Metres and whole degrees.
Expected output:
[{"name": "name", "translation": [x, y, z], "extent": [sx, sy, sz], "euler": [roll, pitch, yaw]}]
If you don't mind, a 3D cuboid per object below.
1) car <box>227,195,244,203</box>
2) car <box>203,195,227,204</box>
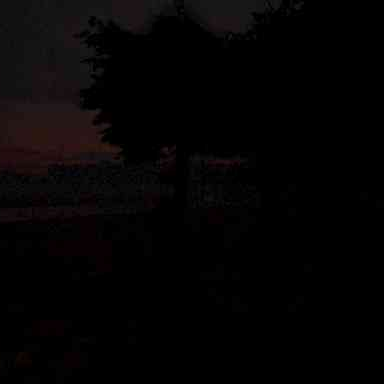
[{"name": "car", "translation": [8.361, 1.330, 64.649], "extent": [2.033, 1.411, 5.357], "euler": [3, 1, 29]}, {"name": "car", "translation": [3.560, 1.298, 56.268], "extent": [1.812, 1.442, 4.674], "euler": [3, 2, 31]}]
